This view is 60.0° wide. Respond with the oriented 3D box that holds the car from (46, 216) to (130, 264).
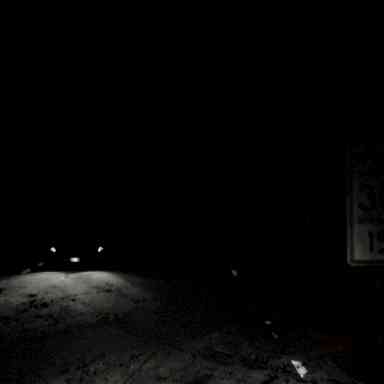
[{"bbox_3d":[-3.505,1.613,12.383,2.033,1.411,5.357,0,0,-2],"label":"car"}]
